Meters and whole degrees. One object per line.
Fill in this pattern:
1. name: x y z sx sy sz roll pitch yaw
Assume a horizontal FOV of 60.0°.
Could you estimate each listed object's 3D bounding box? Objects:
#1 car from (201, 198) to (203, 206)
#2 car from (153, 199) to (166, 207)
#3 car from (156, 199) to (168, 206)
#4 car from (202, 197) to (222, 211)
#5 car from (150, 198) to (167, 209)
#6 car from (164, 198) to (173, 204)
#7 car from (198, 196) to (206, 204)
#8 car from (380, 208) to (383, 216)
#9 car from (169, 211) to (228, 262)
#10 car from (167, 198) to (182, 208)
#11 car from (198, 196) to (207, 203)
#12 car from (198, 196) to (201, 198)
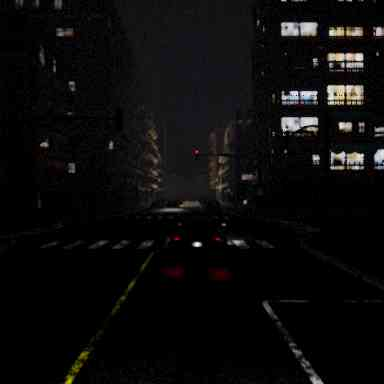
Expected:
1. car: 2.686 1.886 48.016 2.008 1.369 4.403 0 0 0
2. car: -5.696 1.995 59.084 1.802 1.307 4.206 0 0 0
3. car: -5.696 2.019 64.619 1.947 1.339 4.313 0 0 0
4. car: 2.687 1.736 42.483 1.967 1.590 4.097 0 0 0
5. car: -5.696 1.925 53.550 2.008 1.369 4.403 0 0 0
6. car: -5.699 2.121 81.220 1.887 1.381 4.507 0 0 0
7. car: 2.684 2.036 64.619 1.802 1.307 4.206 0 0 0
8. car: 18.255 1.456 28.039 4.313 1.339 1.947 -1 0 0
9. car: 0.343 1.651 12.565 1.994 1.385 4.181 0 0 5
10. car: -3.076 1.984 54.800 1.895 1.301 4.718 0 0 0
11. car: 2.682 1.934 86.756 2.192 1.841 5.009 0 0 0
12. car: 2.683 2.076 70.153 1.802 1.307 4.206 0 0 0
